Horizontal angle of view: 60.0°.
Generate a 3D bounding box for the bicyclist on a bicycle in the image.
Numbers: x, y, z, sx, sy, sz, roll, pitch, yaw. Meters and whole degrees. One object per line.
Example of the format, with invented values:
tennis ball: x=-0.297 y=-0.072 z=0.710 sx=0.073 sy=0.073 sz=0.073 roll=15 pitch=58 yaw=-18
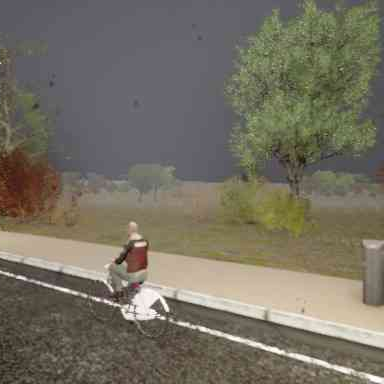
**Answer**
bicyclist on a bicycle: x=-1.114 y=1.361 z=5.410 sx=1.843 sy=1.776 sz=0.659 roll=0 pitch=0 yaw=35
